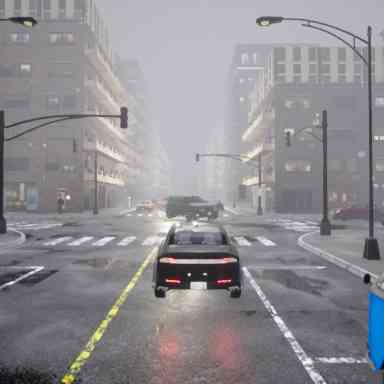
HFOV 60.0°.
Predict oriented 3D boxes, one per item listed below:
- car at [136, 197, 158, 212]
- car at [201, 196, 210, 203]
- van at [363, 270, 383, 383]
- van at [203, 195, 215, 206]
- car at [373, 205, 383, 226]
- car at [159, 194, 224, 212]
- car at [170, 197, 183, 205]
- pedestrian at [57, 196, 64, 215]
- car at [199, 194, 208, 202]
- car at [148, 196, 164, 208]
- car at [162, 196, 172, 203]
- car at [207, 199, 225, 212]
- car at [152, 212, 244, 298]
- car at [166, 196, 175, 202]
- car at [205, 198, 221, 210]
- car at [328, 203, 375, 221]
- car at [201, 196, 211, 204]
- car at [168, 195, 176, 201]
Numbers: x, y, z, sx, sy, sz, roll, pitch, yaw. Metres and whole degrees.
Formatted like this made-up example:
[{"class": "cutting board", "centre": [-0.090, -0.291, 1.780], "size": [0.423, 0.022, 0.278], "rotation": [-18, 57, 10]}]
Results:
[{"class": "car", "centre": [-5.561, 1.579, 39.818], "size": [1.752, 1.417, 4.829], "rotation": [1, 0, 0]}, {"class": "car", "centre": [2.915, 1.685, 73.819], "size": [1.802, 1.307, 4.206], "rotation": [1, 0, 0]}, {"class": "van", "centre": [2.680, 1.344, 2.018], "size": [1.690, 1.788, 3.998], "rotation": [1, 0, 0]}, {"class": "van", "centre": [2.871, 1.419, 56.892], "size": [1.690, 1.788, 3.998], "rotation": [1, 0, 0]}, {"class": "car", "centre": [13.595, 1.602, 19.737], "size": [4.313, 1.339, 1.947], "rotation": [0, -1, 1]}, {"class": "car", "centre": [-0.189, 1.259, 26.977], "size": [2.150, 2.045, 5.566], "rotation": [-1, 0, -33]}, {"class": "car", "centre": [-2.882, 1.632, 61.663], "size": [2.033, 1.411, 5.357], "rotation": [0, 0, 1]}, {"class": "pedestrian", "centre": [-12.448, 1.249, 31.450], "size": [0.375, 1.860, 0.375], "rotation": [0, -1, 1]}, {"class": "car", "centre": [2.953, 1.436, 85.105], "size": [2.192, 1.841, 5.009], "rotation": [1, 0, 0]}, {"class": "car", "centre": [-5.527, 1.510, 51.274], "size": [1.967, 1.590, 4.097], "rotation": [1, 0, 0]}, {"class": "car", "centre": [-5.464, 1.648, 73.844], "size": [1.887, 1.381, 4.507], "rotation": [1, 0, 0]}, {"class": "car", "centre": [2.818, 1.619, 39.964], "size": [1.947, 1.339, 4.313], "rotation": [1, 0, 0]}, {"class": "car", "centre": [0.125, 1.503, 8.508], "size": [2.128, 1.511, 4.902], "rotation": [0, 0, 0]}, {"class": "car", "centre": [-5.431, 1.672, 85.129], "size": [2.008, 1.369, 4.403], "rotation": [1, 0, 0]}, {"class": "car", "centre": [2.835, 1.612, 45.607], "size": [2.008, 1.369, 4.403], "rotation": [1, 0, 0]}, {"class": "car", "centre": [13.723, 1.636, 28.118], "size": [4.097, 1.590, 1.967], "rotation": [0, -1, 1]}, {"class": "car", "centre": [2.901, 1.620, 68.347], "size": [1.752, 1.417, 4.829], "rotation": [1, 0, 0]}, {"class": "car", "centre": [-5.413, 1.570, 90.772], "size": [1.967, 1.590, 4.097], "rotation": [1, 0, 0]}]
